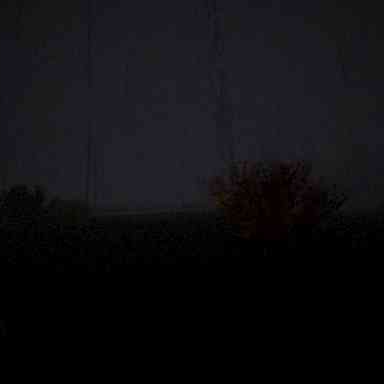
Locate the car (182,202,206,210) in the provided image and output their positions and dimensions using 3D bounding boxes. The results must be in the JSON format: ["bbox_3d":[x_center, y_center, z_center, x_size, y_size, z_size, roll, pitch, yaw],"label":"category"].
[{"bbox_3d":[0.360,2.442,59.387,2.033,1.411,5.357,-2,-2,36],"label":"car"}]
